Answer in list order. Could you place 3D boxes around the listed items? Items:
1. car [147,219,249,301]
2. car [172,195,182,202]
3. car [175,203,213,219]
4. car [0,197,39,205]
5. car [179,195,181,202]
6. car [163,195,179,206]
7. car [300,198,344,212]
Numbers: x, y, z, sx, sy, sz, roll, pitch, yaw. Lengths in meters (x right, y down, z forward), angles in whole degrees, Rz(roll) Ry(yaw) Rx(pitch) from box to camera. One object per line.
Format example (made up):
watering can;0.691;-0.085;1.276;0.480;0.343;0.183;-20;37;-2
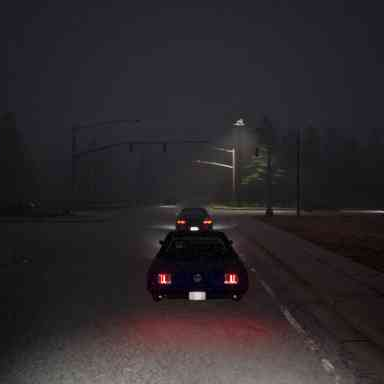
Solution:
car;0.103;1.596;8.263;1.895;1.301;4.718;0;0;0
car;-3.387;1.429;74.080;1.882;1.535;5.008;0;0;1
car;0.108;1.512;17.318;1.812;1.442;4.674;0;0;0
car;-18.326;1.363;34.959;4.553;1.767;2.097;0;0;1
car;-3.520;1.522;63.775;1.994;1.385;4.181;0;0;1
car;-3.568;1.528;54.507;1.994;1.385;4.181;0;0;0
car;14.784;1.487;38.046;4.902;1.511;2.128;0;0;1
